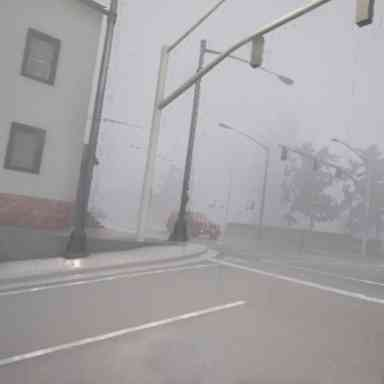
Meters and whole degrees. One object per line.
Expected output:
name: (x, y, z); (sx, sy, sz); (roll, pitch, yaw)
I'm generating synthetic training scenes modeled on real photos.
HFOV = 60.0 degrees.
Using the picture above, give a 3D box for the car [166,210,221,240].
car: (0.039, 2.612, 27.238); (2.150, 2.045, 5.566); (11, -6, -36)

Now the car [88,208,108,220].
car: (-13.045, 2.905, 45.156); (1.882, 1.535, 5.008); (11, -6, -35)
